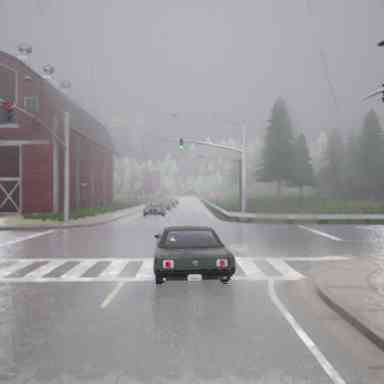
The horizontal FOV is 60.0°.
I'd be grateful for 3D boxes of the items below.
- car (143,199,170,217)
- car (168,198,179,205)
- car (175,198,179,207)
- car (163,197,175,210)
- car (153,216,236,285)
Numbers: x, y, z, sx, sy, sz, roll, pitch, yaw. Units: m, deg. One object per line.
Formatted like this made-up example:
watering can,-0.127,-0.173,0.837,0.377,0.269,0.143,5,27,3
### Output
car,-3.599,1.648,32.607,1.994,1.385,4.181,0,0,0
car,-3.502,1.763,63.008,1.895,1.301,4.718,0,0,0
car,-3.563,1.641,52.700,1.837,1.490,4.892,0,0,0
car,-3.593,1.615,42.628,1.837,1.490,4.892,0,0,0
car,-0.148,1.620,9.633,1.895,1.301,4.718,0,0,-6
